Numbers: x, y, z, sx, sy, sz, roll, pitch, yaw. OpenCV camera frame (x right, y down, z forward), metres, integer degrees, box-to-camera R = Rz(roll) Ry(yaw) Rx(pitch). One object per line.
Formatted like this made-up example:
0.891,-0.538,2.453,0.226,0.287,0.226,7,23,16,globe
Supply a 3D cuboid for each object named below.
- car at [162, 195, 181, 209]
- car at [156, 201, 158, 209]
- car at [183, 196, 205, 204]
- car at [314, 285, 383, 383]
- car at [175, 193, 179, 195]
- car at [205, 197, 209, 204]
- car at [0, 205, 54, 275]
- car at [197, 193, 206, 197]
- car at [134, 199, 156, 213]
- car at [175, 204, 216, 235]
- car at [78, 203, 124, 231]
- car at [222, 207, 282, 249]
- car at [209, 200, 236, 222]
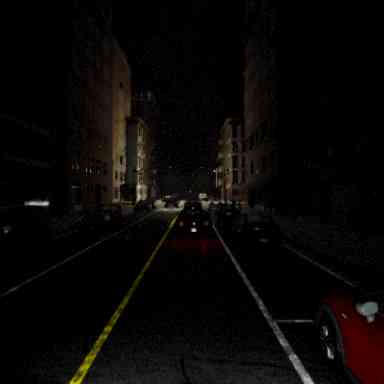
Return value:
-2.777,1.520,46.080,1.812,1.442,4.674,0,0,0,car
-5.391,1.546,42.759,2.008,1.369,4.403,0,0,0,car
0.097,1.475,35.717,1.882,1.535,5.008,0,0,0,car
2.638,1.440,2.992,1.967,1.590,4.097,0,0,0,car
-5.417,1.420,91.260,1.967,1.590,4.097,0,0,0,car
2.635,1.522,37.249,1.752,1.417,4.829,0,0,0,car
-5.388,1.314,8.668,2.192,1.841,5.009,0,0,0,car
2.634,1.536,75.042,2.008,1.369,4.403,0,0,0,car
-5.390,1.578,37.077,1.802,1.307,4.206,0,0,0,car
0.096,1.600,18.782,1.895,1.301,4.718,0,0,0,car
-5.389,1.439,20.032,1.967,1.590,4.097,0,0,0,car
2.637,1.550,14.354,2.008,1.369,4.403,0,0,0,car
2.636,1.565,25.717,1.947,1.339,4.313,0,0,0,car
